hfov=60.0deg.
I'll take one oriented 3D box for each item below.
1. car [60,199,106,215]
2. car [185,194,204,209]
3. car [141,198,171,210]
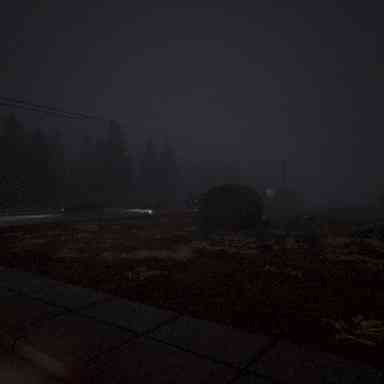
[{"bbox_3d":[-11.429,1.519,35.096,2.128,1.511,4.902,0,0,37],"label":"car"},{"bbox_3d":[1.364,1.248,46.191,2.150,2.045,5.566,0,0,38],"label":"car"},{"bbox_3d":[-4.676,1.552,44.190,1.812,1.442,4.674,0,0,37],"label":"car"}]
